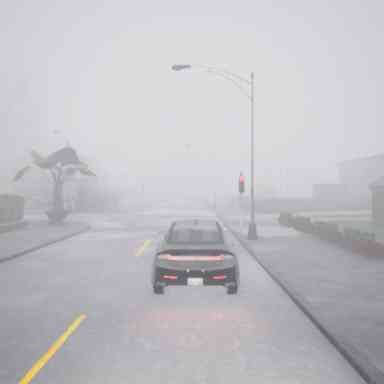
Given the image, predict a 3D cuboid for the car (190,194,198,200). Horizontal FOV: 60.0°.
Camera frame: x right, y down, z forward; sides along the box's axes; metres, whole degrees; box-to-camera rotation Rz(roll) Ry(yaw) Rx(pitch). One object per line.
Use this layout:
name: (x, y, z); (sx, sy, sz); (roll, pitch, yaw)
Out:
car: (0.464, 1.322, 84.861); (1.994, 1.385, 4.181); (0, 0, 0)

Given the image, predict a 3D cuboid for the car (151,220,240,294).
car: (0.098, 1.469, 8.691); (2.128, 1.511, 4.902); (0, 0, 1)

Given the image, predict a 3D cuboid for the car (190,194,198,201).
car: (0.408, 1.273, 74.625); (1.882, 1.535, 5.008); (0, 0, 0)

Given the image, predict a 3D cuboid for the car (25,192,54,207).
car: (-19.525, 0.875, 43.178); (1.905, 1.878, 3.866); (0, 0, 35)
